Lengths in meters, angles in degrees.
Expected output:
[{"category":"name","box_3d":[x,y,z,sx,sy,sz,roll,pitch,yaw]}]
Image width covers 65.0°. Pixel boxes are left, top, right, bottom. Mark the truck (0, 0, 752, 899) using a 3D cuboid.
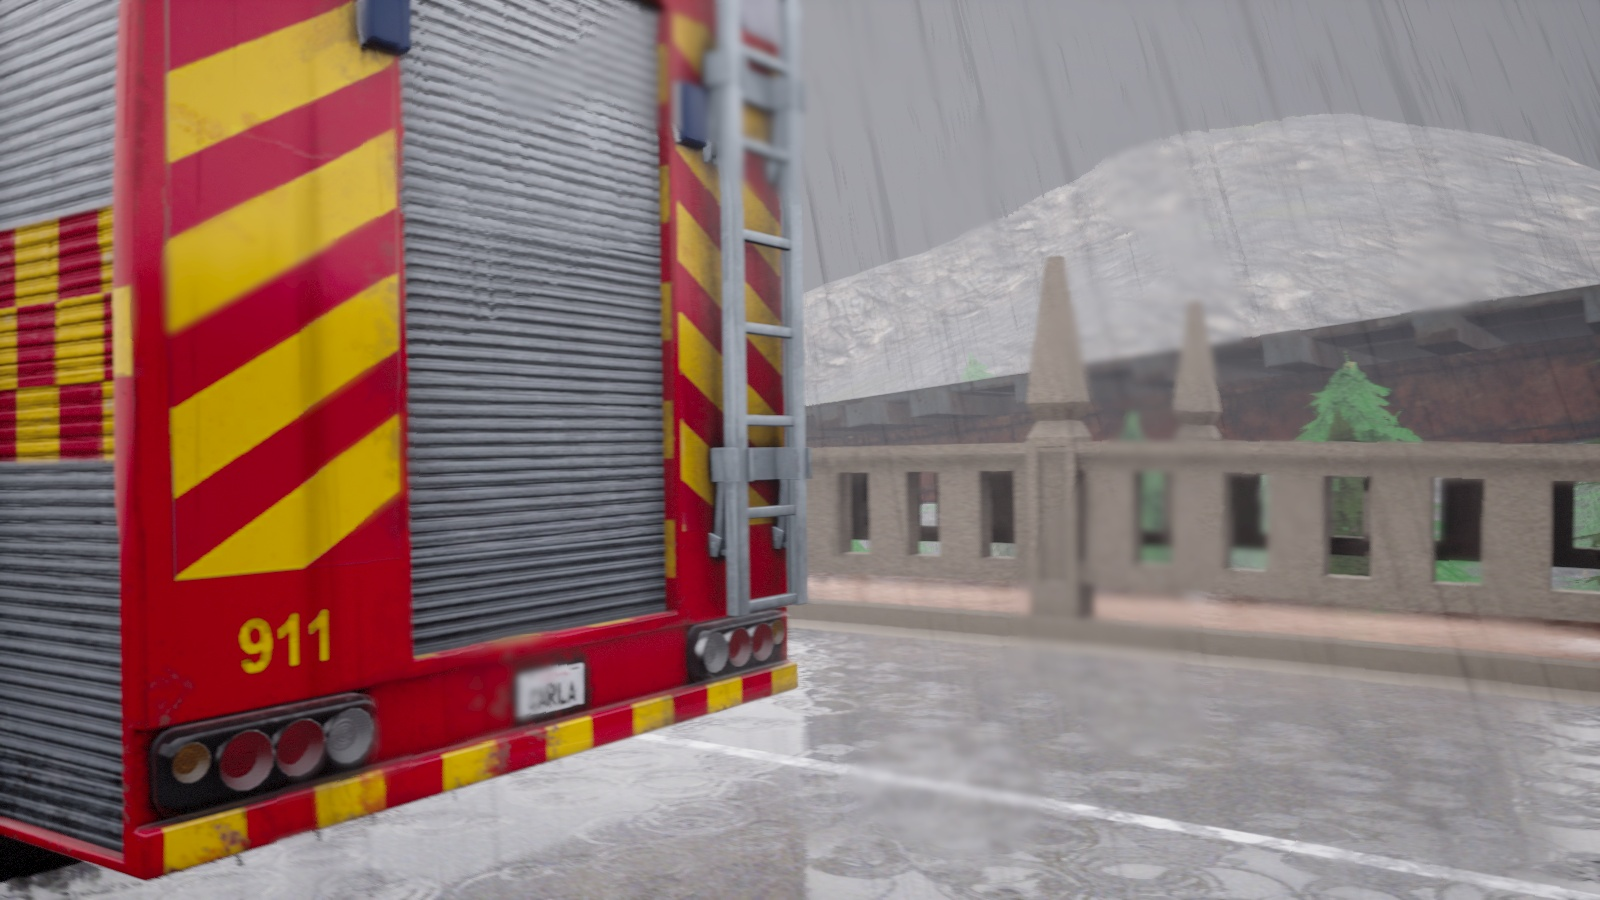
[{"category":"truck","box_3d":[-4.601,-0.338,6.661,8.468,3.827,2.891,-2,0,34]}]
